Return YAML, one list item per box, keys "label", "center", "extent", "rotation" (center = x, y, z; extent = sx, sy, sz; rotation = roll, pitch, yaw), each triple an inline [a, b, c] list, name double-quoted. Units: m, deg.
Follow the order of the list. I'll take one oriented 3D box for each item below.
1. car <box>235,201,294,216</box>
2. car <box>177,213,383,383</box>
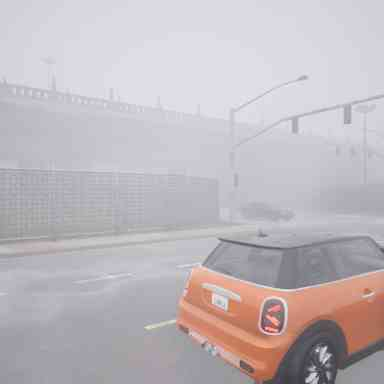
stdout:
- label: "car"
  center: [6.157, 1.560, 27.448]
  extent: [1.837, 1.490, 4.892]
  rotation: [0, 0, -36]
- label: "car"
  center: [2.081, 1.352, 5.272]
  extent: [4.553, 1.767, 2.097]
  rotation: [0, 0, -35]
